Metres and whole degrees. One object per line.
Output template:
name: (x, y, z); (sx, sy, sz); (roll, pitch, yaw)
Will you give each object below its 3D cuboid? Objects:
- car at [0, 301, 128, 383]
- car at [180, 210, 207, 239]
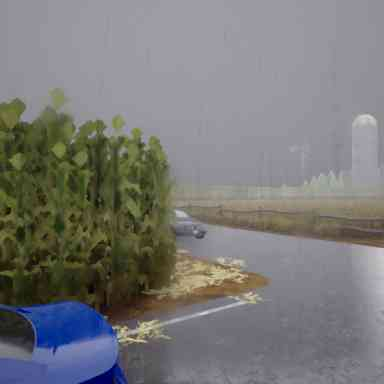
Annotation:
car: (-2.817, 1.478, 1.678); (5.008, 1.535, 1.882); (0, 0, -34)
car: (-1.175, 1.525, 16.674); (1.812, 1.442, 4.674); (0, 0, -35)
